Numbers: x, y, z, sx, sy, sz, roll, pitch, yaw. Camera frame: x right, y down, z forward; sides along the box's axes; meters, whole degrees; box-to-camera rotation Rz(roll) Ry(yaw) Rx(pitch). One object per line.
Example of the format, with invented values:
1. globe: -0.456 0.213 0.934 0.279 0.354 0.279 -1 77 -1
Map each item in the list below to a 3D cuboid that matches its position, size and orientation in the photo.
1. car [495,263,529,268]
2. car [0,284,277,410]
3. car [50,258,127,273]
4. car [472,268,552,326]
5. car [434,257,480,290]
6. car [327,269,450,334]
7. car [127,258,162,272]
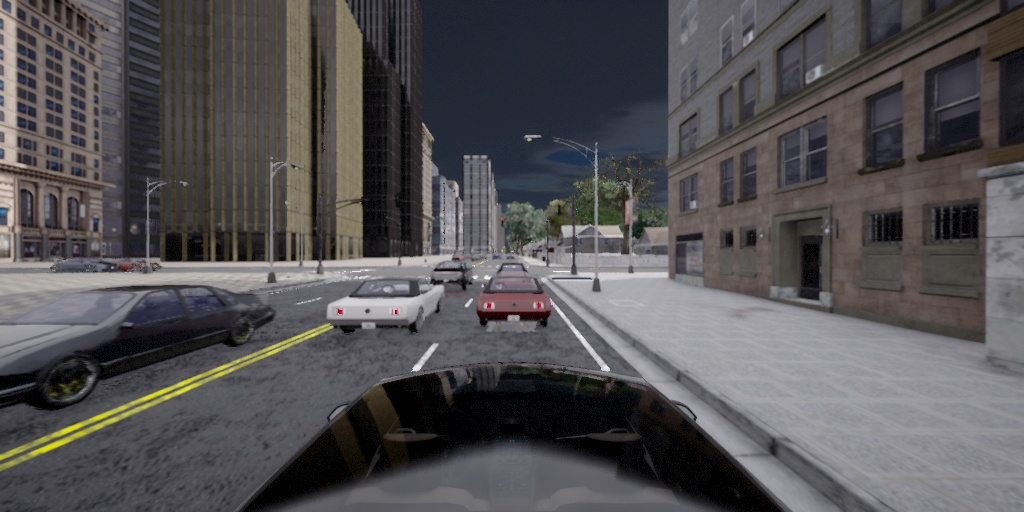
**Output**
1. car: 0.023 1.050 20.092 1.994 1.385 4.181 0 1 0
2. car: -6.615 1.232 6.301 2.033 1.411 5.357 0 1 0
3. car: -36.885 0.846 31.114 4.181 1.385 1.994 0 0 -5
4. car: 0.047 1.216 11.023 1.895 1.301 4.718 0 1 0
5. car: -3.224 0.981 19.864 2.128 1.511 4.902 0 1 0
6. car: -3.188 1.230 10.174 1.895 1.301 4.718 0 1 0
7. car: -36.442 0.832 34.421 4.181 1.385 1.994 0 0 -5
